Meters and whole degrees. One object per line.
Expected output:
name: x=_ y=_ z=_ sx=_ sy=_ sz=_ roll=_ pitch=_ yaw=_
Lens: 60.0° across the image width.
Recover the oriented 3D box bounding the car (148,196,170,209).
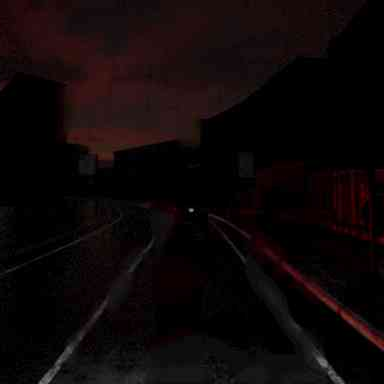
car: x=-4.135 y=1.270 z=41.004 sx=2.128 sy=1.511 sz=4.902 roll=1 pitch=1 yaw=-20

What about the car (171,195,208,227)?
car: x=-0.242 y=1.203 z=22.726 sx=2.150 sy=2.045 sz=5.566 roll=0 pitch=0 yaw=-4
